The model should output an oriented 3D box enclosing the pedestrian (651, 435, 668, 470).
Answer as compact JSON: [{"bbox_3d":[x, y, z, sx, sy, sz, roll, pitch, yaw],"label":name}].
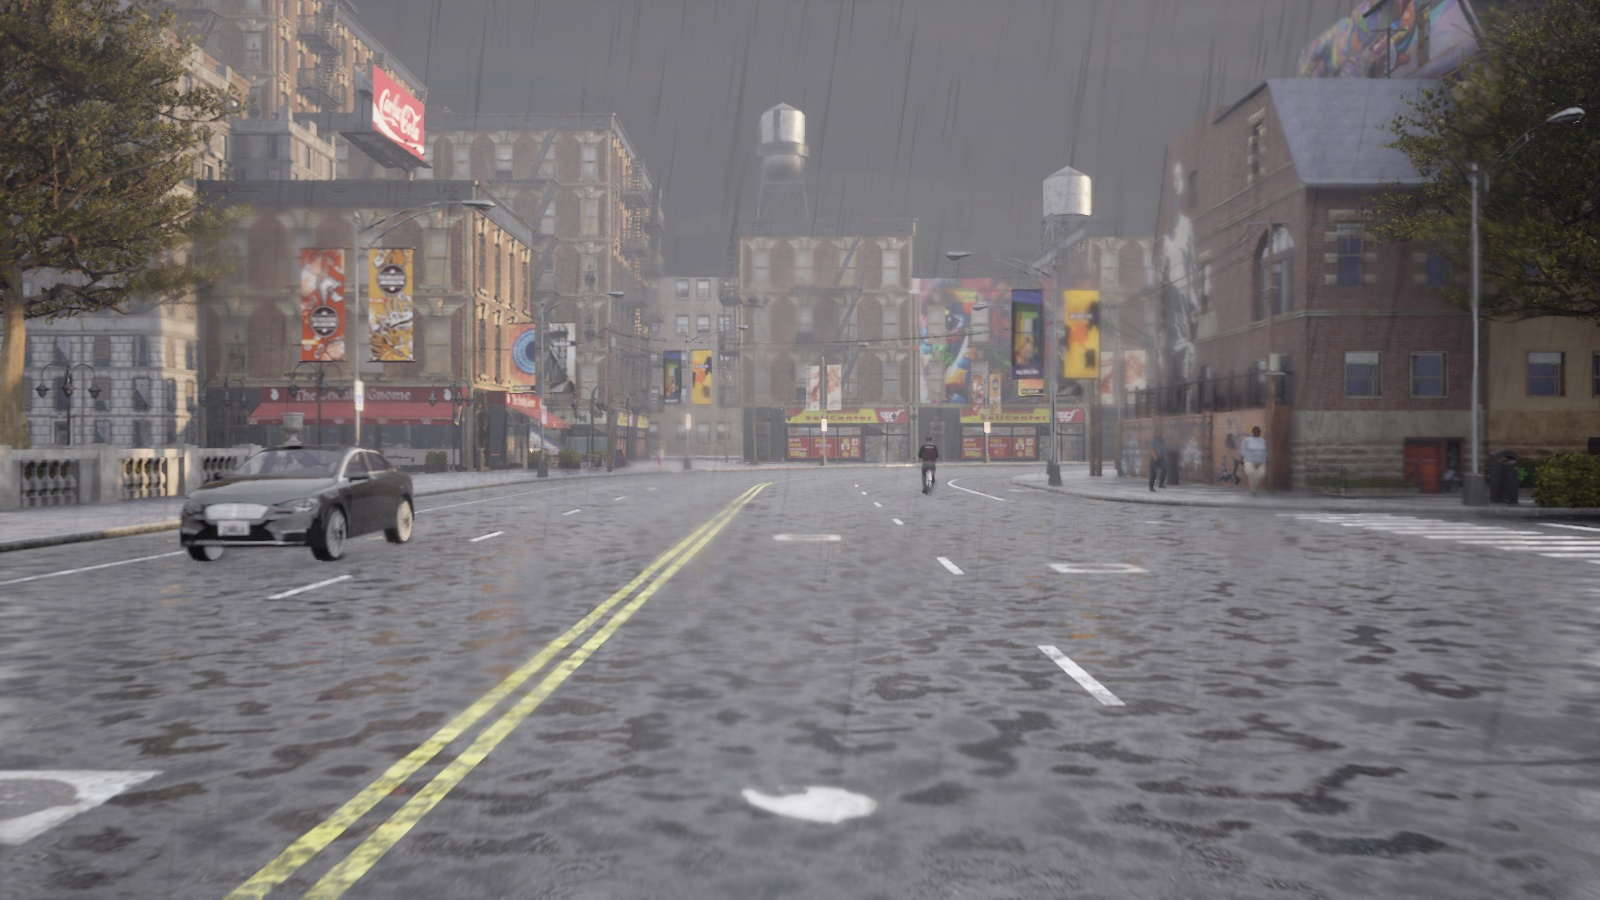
[{"bbox_3d":[-7.942,0.123,70.968,0.659,1.952,0.873,0,0,17],"label":"pedestrian"}]

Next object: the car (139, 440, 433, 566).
[{"bbox_3d":[-6.905,0.630,17.569,2.128,1.511,4.902,0,0,0],"label":"car"}]

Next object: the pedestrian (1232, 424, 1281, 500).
[{"bbox_3d":[11.306,0.292,31.128,0.874,1.855,0.900,0,0,-1],"label":"pedestrian"}]

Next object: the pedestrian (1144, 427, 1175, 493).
[{"bbox_3d":[10.060,0.276,35.128,0.540,1.848,0.694,0,0,-16],"label":"pedestrian"}]
